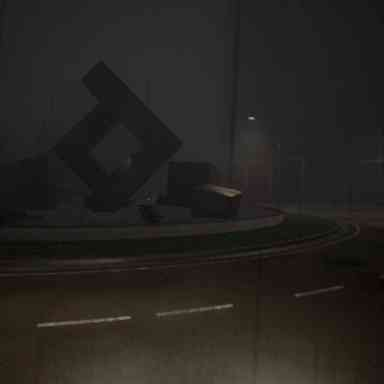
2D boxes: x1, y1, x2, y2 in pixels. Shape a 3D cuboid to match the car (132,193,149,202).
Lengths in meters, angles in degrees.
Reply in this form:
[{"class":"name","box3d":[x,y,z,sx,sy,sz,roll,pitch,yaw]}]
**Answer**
[{"class":"car","box3d":[-9.989,1.002,61.615,1.812,1.442,4.674,1,1,7]}]
